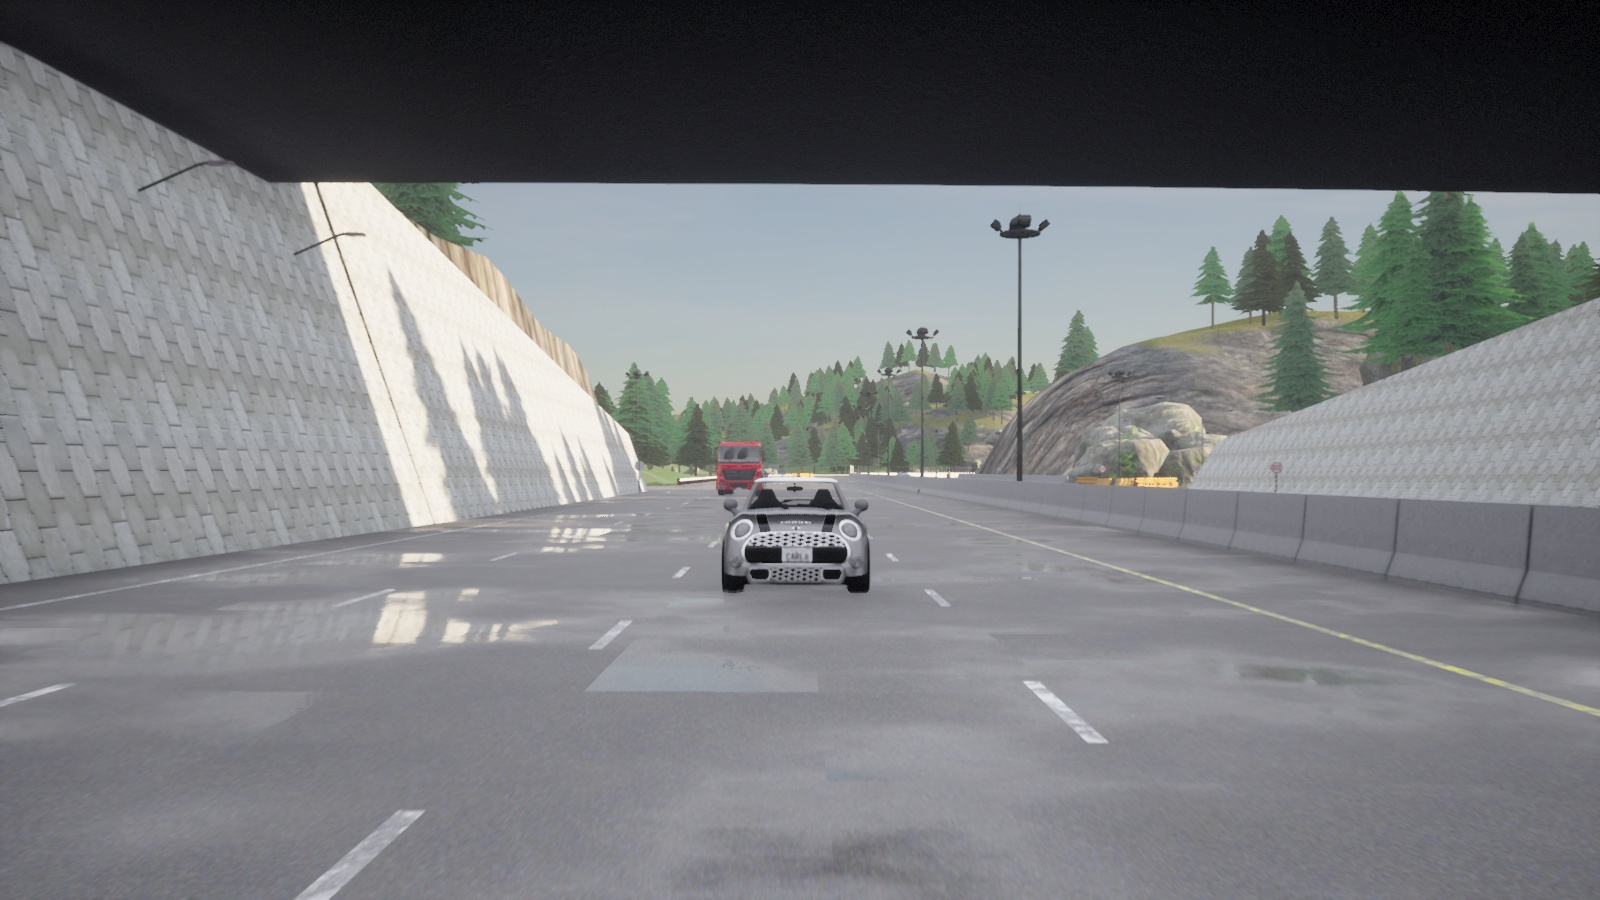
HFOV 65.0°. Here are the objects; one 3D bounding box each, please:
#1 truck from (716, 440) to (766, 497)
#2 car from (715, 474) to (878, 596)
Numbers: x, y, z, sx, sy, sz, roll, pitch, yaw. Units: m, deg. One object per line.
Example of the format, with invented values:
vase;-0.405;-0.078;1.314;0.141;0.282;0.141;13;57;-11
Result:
truck;-3.778;1.214;81.596;2.891;3.462;7.936;0;-1;0
car;-0.047;1.068;17.175;1.970;1.475;3.806;0;-1;0
